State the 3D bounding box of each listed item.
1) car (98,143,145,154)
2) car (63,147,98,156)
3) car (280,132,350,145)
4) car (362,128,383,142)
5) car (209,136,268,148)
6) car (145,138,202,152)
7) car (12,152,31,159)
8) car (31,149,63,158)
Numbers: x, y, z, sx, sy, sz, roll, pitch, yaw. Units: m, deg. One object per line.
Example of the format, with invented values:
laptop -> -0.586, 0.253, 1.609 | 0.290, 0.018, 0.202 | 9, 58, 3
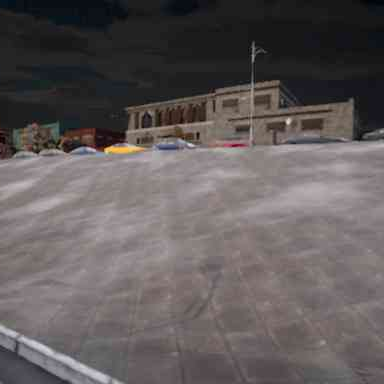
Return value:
car -> -6.082, -3.833, 31.485 | 5.008, 1.535, 2.097 | 1, 1, 32
car -> -10.794, -3.912, 34.415 | 4.674, 1.452, 2.002 | 1, 1, 33
car -> 8.526, -3.435, 23.260 | 4.674, 1.452, 2.002 | 1, 1, 28
car -> 13.358, -3.356, 20.801 | 4.892, 1.521, 2.231 | 1, 1, 27
car -> 3.663, -3.563, 25.868 | 4.792, 1.488, 2.163 | 1, 1, 29
car -> -1.328, -3.840, 28.668 | 4.553, 1.767, 2.185 | 1, 1, 31
car -> -20.006, -4.161, 40.544 | 4.892, 1.521, 2.231 | 1, 1, 34
car -> -15.440, -4.066, 37.444 | 4.892, 1.521, 2.231 | 1, 1, 34
